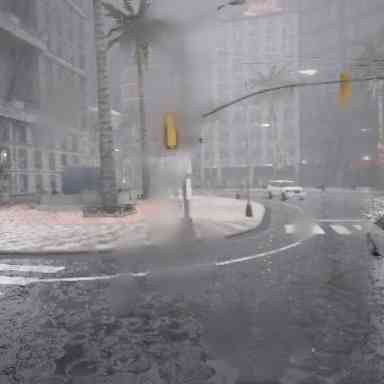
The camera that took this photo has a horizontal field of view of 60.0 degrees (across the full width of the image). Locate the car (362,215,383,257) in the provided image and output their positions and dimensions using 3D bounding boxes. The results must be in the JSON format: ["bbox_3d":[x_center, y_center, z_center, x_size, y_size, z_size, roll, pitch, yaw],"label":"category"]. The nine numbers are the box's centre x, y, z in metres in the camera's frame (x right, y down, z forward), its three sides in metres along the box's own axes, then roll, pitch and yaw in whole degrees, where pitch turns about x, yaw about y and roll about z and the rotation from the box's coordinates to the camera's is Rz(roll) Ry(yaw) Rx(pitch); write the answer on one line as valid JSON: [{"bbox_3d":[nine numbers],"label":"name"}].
[{"bbox_3d":[5.526,1.189,7.754,1.895,1.301,4.718,-1,2,14],"label":"car"}]

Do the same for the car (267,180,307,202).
[{"bbox_3d":[9.456,-0.161,33.759,2.150,2.045,5.566,-1,2,-9],"label":"car"}]
